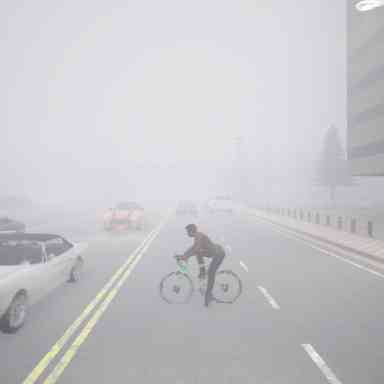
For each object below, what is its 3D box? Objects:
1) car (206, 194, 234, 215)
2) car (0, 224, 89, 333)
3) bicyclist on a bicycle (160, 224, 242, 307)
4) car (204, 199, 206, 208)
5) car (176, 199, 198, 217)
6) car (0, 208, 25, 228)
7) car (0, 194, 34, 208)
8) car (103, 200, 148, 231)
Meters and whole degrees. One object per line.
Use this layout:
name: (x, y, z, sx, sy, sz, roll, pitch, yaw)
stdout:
car: (2.949, 1.222, 34.480, 2.150, 2.045, 5.566, 0, 0, -1)
car: (-3.714, 1.601, 6.878, 1.895, 1.301, 4.718, 0, 0, -1)
bicyclist on a bicycle: (0.165, 1.454, 6.635, 1.656, 1.620, 0.582, -1, 0, -1)
car: (2.763, 1.352, 43.958, 2.097, 1.767, 4.553, 0, 0, -1)
car: (-0.484, 1.601, 30.943, 1.895, 1.301, 4.718, 0, 0, -1)
car: (-7.283, 1.492, 10.943, 2.128, 1.511, 4.902, 0, 0, -1)
car: (-21.849, 1.153, 41.793, 1.932, 1.855, 4.605, 0, 0, -1)
car: (-3.971, 1.352, 20.474, 2.097, 1.767, 4.553, 0, 0, -1)
